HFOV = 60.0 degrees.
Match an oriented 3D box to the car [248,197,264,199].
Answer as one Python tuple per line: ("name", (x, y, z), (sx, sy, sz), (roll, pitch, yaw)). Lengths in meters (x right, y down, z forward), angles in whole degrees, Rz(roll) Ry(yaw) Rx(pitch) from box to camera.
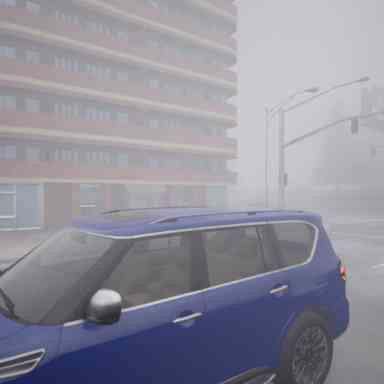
("car", (8.816, 1.491, 47.498), (2.128, 1.511, 4.902), (0, 0, -36))

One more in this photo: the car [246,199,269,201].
("car", (6.844, 1.601, 32.043), (1.895, 1.301, 4.718), (0, 0, -36))

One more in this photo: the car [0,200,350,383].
("car", (-0.557, 1.222, 3.594), (5.566, 2.045, 2.150), (0, 0, -36))
